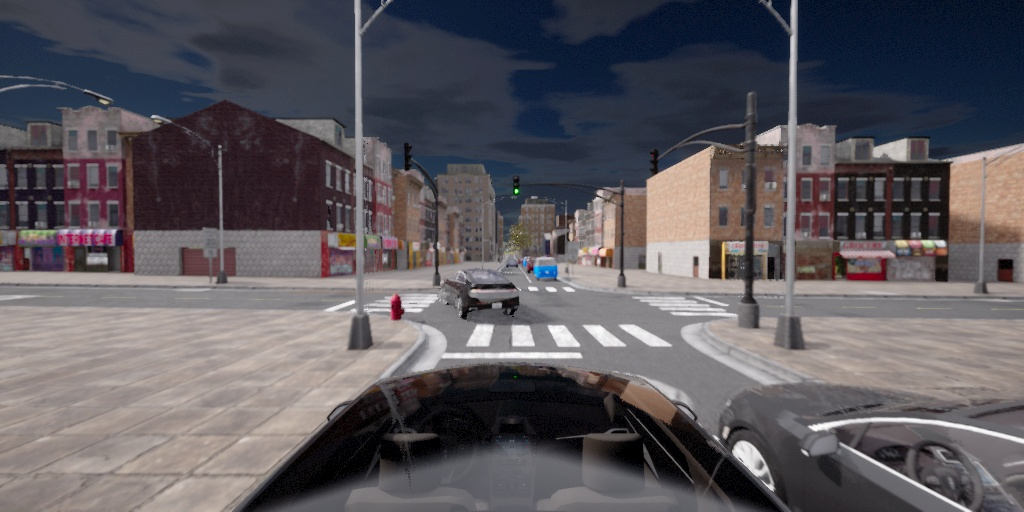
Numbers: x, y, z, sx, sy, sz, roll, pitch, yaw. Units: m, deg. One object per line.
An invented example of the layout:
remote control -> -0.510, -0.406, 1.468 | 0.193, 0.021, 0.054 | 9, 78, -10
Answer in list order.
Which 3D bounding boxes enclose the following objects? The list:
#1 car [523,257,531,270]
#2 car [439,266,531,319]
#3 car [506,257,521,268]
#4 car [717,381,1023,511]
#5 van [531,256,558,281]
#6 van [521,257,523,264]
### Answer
car -> 2.632, 0.959, 38.935 | 2.192, 1.841, 5.009 | 0, 0, 0
car -> -1.311, 1.209, 12.871 | 2.128, 1.511, 4.902 | 1, 1, -21
car -> 0.049, 1.226, 59.396 | 1.994, 1.385, 4.181 | 0, 0, 0
car -> 2.637, 1.302, 1.399 | 2.007, 1.370, 4.403 | 0, 0, 0
van -> 2.634, 0.998, 28.354 | 1.690, 1.789, 3.998 | 0, 0, 0
van -> 2.631, 0.995, 54.804 | 1.690, 1.789, 3.998 | 0, 0, 0
